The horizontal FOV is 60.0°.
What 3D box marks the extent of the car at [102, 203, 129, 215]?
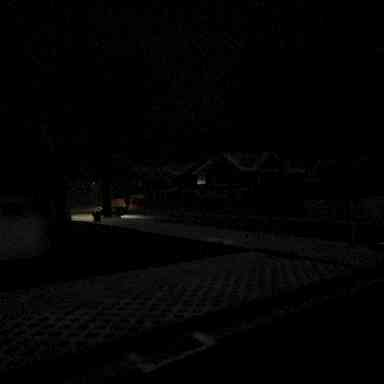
[{"bbox_3d":[-8.918,2.010,38.437,1.994,1.385,4.181,-1,0,-35],"label":"car"}]
